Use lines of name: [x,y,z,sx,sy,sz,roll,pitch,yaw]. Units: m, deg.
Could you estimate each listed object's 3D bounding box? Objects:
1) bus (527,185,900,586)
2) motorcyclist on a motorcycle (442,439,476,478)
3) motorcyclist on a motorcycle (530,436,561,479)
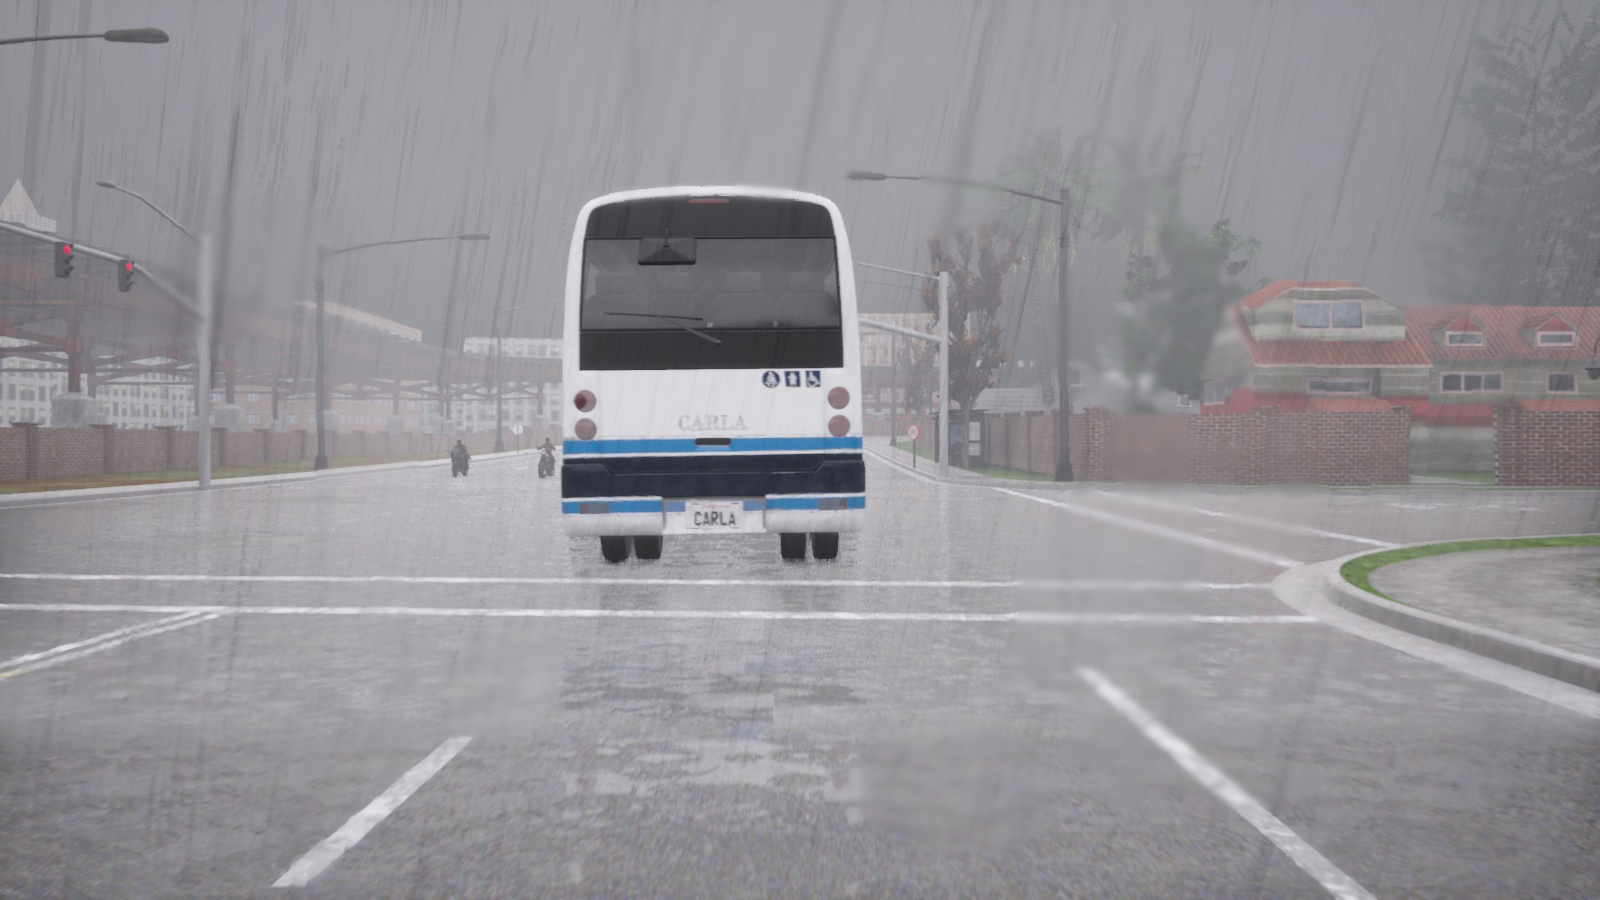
bus: [-1.100,-0.738,18.616,3.944,4.253,10.273,-1,0,-2]
motorcyclist on a motorcycle: [-13.704,0.314,50.531,0.797,1.523,2.044,0,1,0]
motorcyclist on a motorcycle: [-10.205,0.284,50.447,0.766,1.649,2.350,0,1,0]
